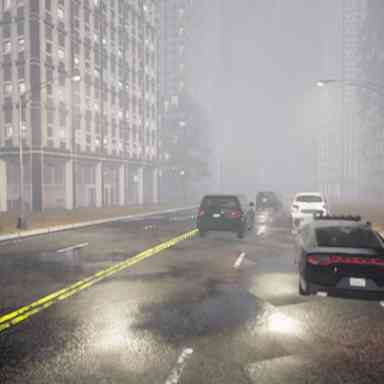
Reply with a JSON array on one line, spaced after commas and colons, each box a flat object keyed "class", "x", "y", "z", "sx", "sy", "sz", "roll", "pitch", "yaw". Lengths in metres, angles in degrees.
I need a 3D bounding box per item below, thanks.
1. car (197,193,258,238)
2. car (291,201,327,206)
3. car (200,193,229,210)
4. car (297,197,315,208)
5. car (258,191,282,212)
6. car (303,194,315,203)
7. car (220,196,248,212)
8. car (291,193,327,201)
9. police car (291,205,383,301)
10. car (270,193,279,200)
[{"class": "car", "x": 1.867, "y": 1.103, "z": 17.082, "sx": 2.150, "sy": 2.045, "sz": 5.566, "roll": 0, "pitch": 0, "yaw": 17}, {"class": "car", "x": 6.298, "y": 1.416, "z": 17.633, "sx": 1.812, "sy": 1.442, "sz": 4.674, "roll": 0, "pitch": 0, "yaw": 17}, {"class": "car", "x": 2.712, "y": 1.053, "z": 39.498, "sx": 2.097, "sy": 1.767, "sz": 4.553, "roll": 0, "pitch": 1, "yaw": 22}, {"class": "car", "x": 14.723, "y": 1.326, "z": 42.893, "sx": 1.895, "sy": 1.301, "sz": 4.718, "roll": 0, "pitch": 1, "yaw": 22}, {"class": "car", "x": 8.076, "y": 0.979, "z": 34.821, "sx": 2.150, "sy": 2.045, "sz": 5.566, "roll": 0, "pitch": 0, "yaw": 22}, {"class": "car", "x": 20.620, "y": 1.087, "z": 58.867, "sx": 1.882, "sy": 1.535, "sz": 5.008, "roll": 0, "pitch": 0, "yaw": 18}, {"class": "car", "x": 4.597, "y": 1.249, "z": 35.401, "sx": 1.837, "sy": 1.490, "sz": 4.892, "roll": 0, "pitch": 1, "yaw": 21}, {"class": "car", "x": 8.135, "y": 1.080, "z": 23.220, "sx": 2.150, "sy": 2.045, "sz": 5.566, "roll": 0, "pitch": 0, "yaw": 19}, {"class": "police car", "x": 3.598, "y": 1.374, "z": 8.375, "sx": 1.930, "sy": 1.638, "sz": 5.238, "roll": 0, "pitch": 0, "yaw": 15}, {"class": "car", "x": 18.333, "y": 0.995, "z": 73.680, "sx": 1.812, "sy": 1.442, "sz": 4.674, "roll": 0, "pitch": 0, "yaw": 15}]
